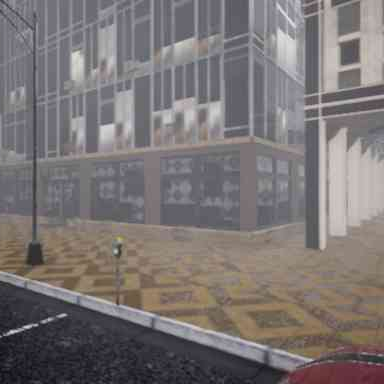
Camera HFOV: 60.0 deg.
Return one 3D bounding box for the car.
[{"bbox_3d":[2.134,1.438,1.353,4.097,1.590,1.967,0,0,35],"label":"car"}]
